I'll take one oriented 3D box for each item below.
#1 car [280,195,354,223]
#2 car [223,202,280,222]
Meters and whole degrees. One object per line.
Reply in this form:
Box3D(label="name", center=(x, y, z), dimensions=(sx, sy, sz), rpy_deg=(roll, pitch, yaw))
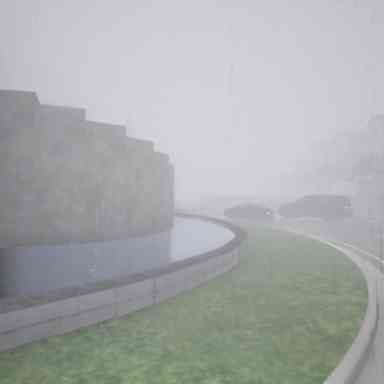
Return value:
Box3D(label="car", center=(9.520, 1.217, 25.892), dimensions=(5.566, 2.045, 2.150), rpy_deg=(1, 1, 41))
Box3D(label="car", center=(4.391, 1.485, 26.018), dimensions=(1.994, 1.385, 4.181), rpy_deg=(1, 0, -36))
